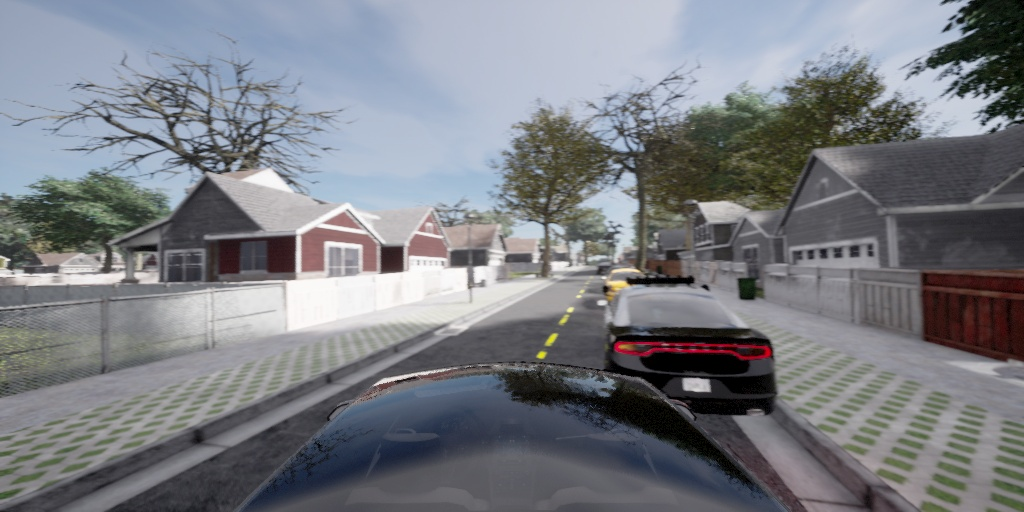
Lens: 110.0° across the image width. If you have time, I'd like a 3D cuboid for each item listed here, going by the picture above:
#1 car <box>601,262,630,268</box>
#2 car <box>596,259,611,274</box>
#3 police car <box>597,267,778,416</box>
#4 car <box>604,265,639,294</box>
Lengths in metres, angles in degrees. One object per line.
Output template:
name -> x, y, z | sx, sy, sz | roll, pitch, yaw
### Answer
car -> 5.059, 1.234, 16.039 | 1.801, 1.575, 5.366 | -2, -1, 14
car -> 11.857, 1.492, 45.808 | 1.882, 1.535, 5.008 | -2, -1, 15
police car -> 2.564, 1.157, 6.266 | 1.930, 1.638, 5.238 | -2, -1, 14
car -> 6.498, 1.336, 21.669 | 1.812, 1.442, 4.674 | -2, -1, 14
